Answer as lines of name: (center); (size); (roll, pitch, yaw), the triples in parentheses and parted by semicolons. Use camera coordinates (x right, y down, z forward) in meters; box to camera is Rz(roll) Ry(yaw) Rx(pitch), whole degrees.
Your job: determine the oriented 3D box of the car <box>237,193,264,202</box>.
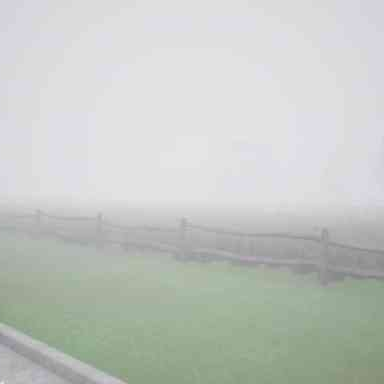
car: (10.309, 1.080, 58.711); (4.605, 1.855, 1.932); (0, 0, 35)
